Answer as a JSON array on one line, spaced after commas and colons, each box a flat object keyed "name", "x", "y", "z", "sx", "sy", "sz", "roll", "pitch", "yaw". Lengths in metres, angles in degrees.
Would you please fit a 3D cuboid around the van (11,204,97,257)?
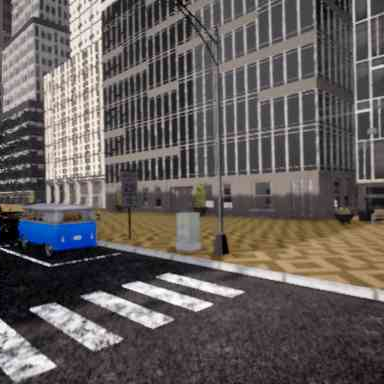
[{"name": "van", "x": -5.284, "y": 1.371, "z": 12.827, "sx": 3.998, "sy": 1.788, "sz": 1.690, "roll": -1, "pitch": 0, "yaw": 44}]

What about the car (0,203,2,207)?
[{"name": "car", "x": -13.179, "y": 1.466, "z": 20.552, "sx": 5.009, "sy": 1.841, "sz": 2.192, "roll": -1, "pitch": 0, "yaw": 44}]

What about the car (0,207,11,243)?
[{"name": "car", "x": -9.227, "y": 1.656, "z": 16.690, "sx": 4.313, "sy": 1.339, "sz": 1.947, "roll": -1, "pitch": 0, "yaw": 44}]
